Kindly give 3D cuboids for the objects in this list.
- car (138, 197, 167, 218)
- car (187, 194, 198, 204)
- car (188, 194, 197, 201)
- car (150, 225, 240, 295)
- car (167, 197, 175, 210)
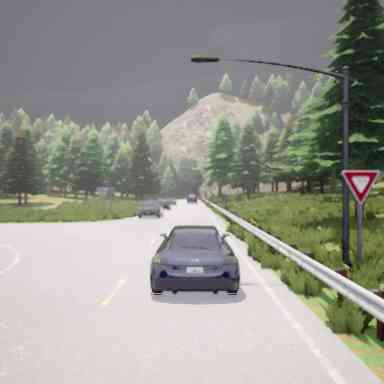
[{"bbox_3d":[-3.589,1.454,29.477,1.837,1.490,4.892,0,0,0],"label":"car"},{"bbox_3d":[0.018,1.370,62.142,1.882,1.535,5.008,0,0,0],"label":"car"},{"bbox_3d":[0.021,1.179,72.520,1.882,1.535,5.008,0,0,0],"label":"car"},{"bbox_3d":[0.075,1.548,8.744,1.994,1.385,4.181,0,0,0],"label":"car"},{"bbox_3d":[-3.583,1.475,41.346,2.033,1.411,5.357,0,0,0],"label":"car"}]
